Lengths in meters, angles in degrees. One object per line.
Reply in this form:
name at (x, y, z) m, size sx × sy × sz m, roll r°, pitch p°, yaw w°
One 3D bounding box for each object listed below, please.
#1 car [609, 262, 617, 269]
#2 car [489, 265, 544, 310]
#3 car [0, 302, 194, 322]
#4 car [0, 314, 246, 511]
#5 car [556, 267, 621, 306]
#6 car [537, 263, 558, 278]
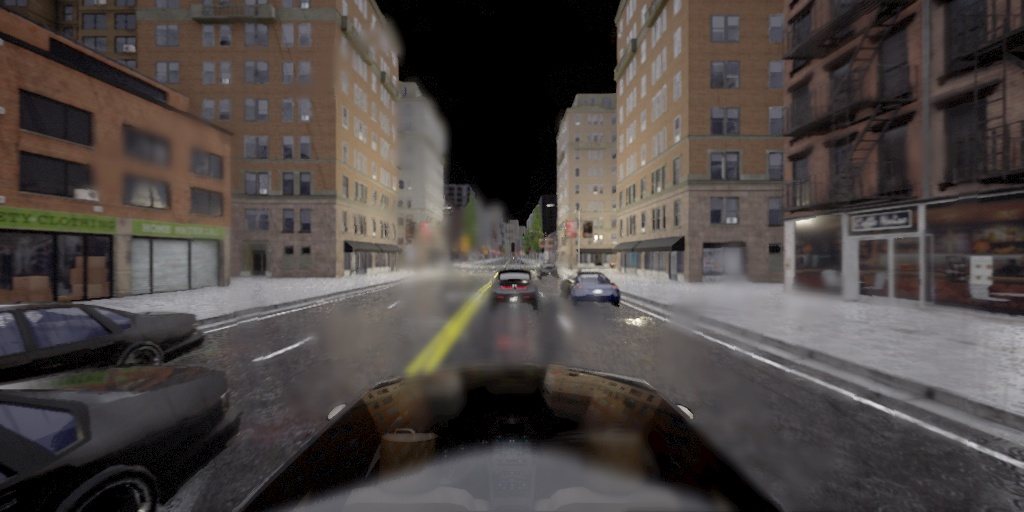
car at (18.917, 1.361, 62.321) m, size 4.097 × 1.591 × 1.967 m, roll 0°, pitch 0°, yaw 0°
car at (0.101, 1.296, 14.862) m, size 1.837 × 1.490 × 4.892 m, roll 0°, pitch 0°, yaw 0°
car at (-6.581, 1.306, 4.193) m, size 2.033 × 1.411 × 5.357 m, roll 0°, pitch 0°, yaw 0°
car at (-3.341, 1.295, 0.837) m, size 2.033 × 1.411 × 5.357 m, roll 0°, pitch 0°, yaw 0°
car at (3.352, 1.359, 15.950) m, size 1.994 × 1.385 × 4.181 m, roll 0°, pitch 0°, yaw 0°
car at (3.351, 1.356, 33.392) m, size 1.837 × 1.490 × 4.892 m, roll 0°, pitch 0°, yaw 0°
